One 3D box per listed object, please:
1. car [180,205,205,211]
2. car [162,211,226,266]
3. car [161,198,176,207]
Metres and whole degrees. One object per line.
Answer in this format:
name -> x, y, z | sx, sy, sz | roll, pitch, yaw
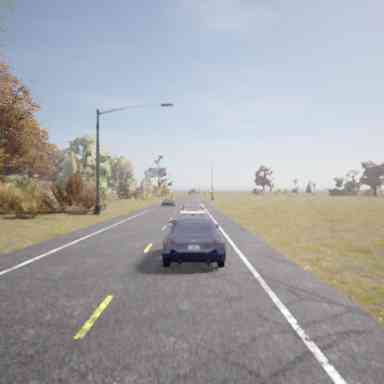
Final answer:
car -> 0.054, 1.588, 25.136 | 1.895, 1.301, 4.718 | 0, 0, 0
car -> 0.067, 1.558, 11.539 | 1.994, 1.385, 4.181 | 0, 0, 0
car -> -3.584, 1.539, 51.231 | 1.994, 1.385, 4.181 | 0, 0, 0
